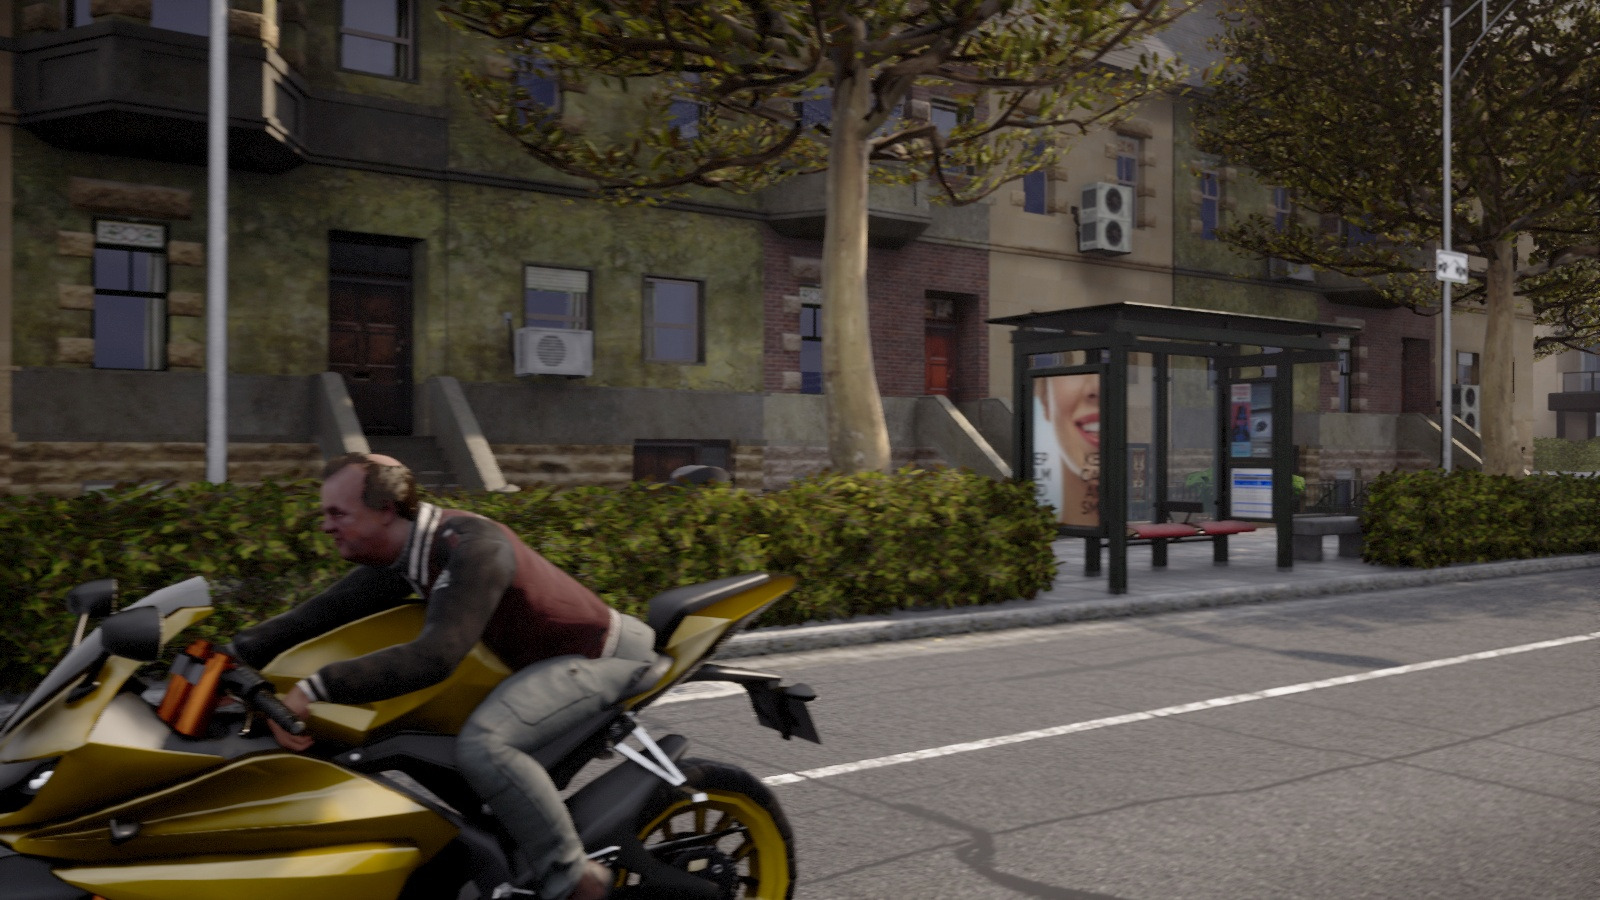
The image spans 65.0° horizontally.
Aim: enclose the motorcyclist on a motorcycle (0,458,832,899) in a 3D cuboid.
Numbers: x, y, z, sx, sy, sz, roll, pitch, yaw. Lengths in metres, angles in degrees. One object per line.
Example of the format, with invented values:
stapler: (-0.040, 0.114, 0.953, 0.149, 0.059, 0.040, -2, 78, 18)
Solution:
motorcyclist on a motorcycle: (-1.065, 0.789, 2.917, 2.191, 1.530, 0.866, 0, 0, -35)
